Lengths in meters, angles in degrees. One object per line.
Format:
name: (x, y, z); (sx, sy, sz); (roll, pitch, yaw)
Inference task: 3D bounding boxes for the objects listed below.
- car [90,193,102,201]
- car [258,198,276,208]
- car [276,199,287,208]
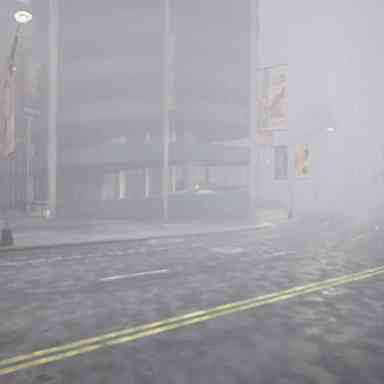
car: (-17.666, 1.284, 63.322); (2.435, 2.045, 5.566); (1, 0, -36)
car: (11.896, 1.843, 58.034); (2.097, 1.767, 4.553); (1, 0, -28)
car: (14.908, 2.024, 59.826); (2.128, 1.511, 4.902); (1, -1, -28)
